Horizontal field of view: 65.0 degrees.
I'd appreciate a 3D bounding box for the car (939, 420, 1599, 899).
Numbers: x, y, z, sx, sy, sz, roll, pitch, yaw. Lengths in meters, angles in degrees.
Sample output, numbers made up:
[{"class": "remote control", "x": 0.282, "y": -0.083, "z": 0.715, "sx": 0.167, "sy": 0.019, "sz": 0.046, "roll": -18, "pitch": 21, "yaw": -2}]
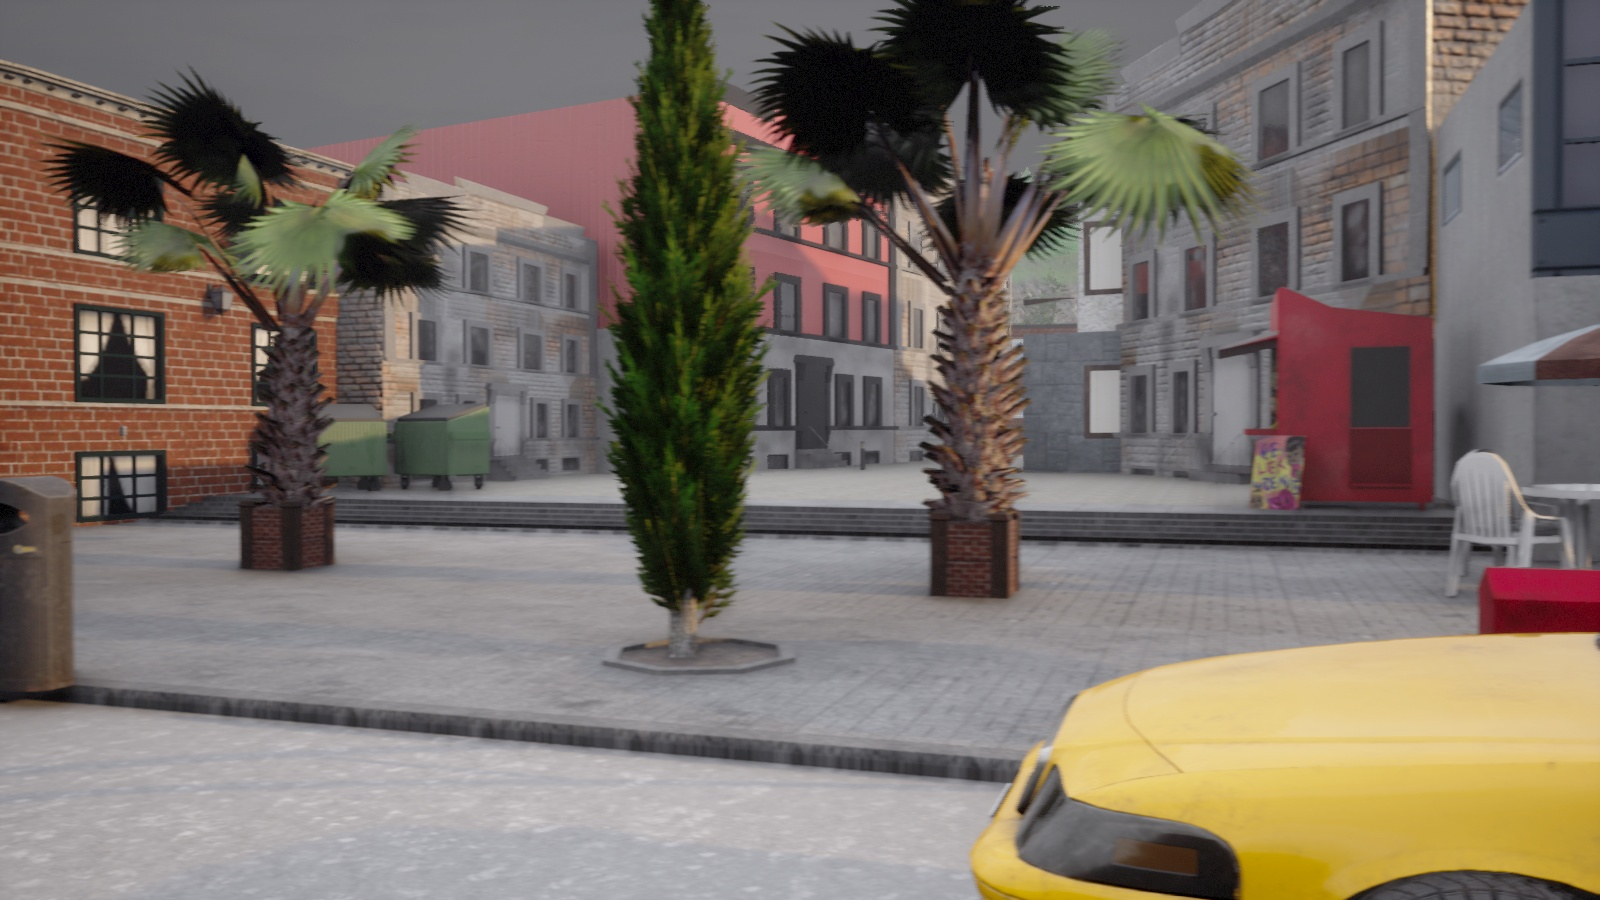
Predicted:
[{"class": "car", "x": 3.128, "y": 0.735, "z": 2.667, "sx": 5.366, "sy": 1.575, "sz": 1.801, "roll": 1, "pitch": 1, "yaw": 19}]
